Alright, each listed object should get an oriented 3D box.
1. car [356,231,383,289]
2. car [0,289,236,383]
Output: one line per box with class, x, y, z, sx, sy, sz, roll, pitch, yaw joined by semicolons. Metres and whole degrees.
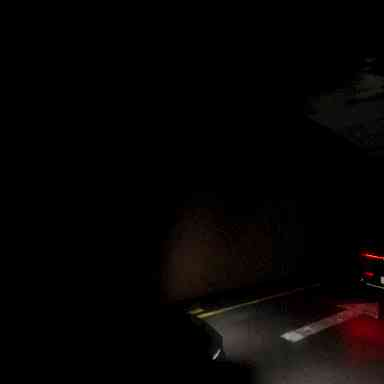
car;5.825;1.505;7.916;4.892;1.490;1.837;0;0;-36
car;-1.784;1.526;2.537;4.674;1.442;1.812;0;0;-35
